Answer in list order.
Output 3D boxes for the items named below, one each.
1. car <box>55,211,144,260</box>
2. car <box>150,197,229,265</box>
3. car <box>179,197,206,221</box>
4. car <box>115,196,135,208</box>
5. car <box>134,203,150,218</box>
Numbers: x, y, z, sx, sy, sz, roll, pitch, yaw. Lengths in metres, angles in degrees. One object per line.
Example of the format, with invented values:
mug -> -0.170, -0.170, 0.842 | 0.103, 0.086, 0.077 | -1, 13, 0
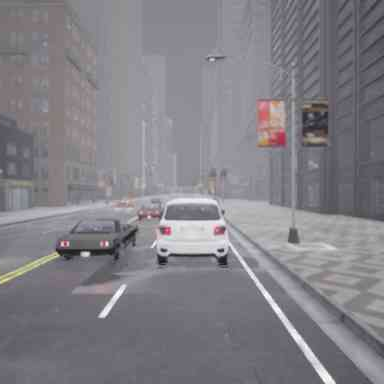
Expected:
car -> -3.207, 1.604, 12.320 | 1.895, 1.301, 4.718 | 0, 0, 1
car -> 0.037, 1.226, 11.864 | 2.150, 2.045, 5.566 | 0, 0, 1
car -> 0.054, 1.356, 27.856 | 2.097, 1.767, 4.553 | 0, 0, 1
car -> -9.821, 1.356, 49.034 | 2.097, 1.767, 4.553 | 0, 0, 0
car -> -3.203, 1.606, 27.318 | 1.895, 1.301, 4.718 | 0, 0, 1
